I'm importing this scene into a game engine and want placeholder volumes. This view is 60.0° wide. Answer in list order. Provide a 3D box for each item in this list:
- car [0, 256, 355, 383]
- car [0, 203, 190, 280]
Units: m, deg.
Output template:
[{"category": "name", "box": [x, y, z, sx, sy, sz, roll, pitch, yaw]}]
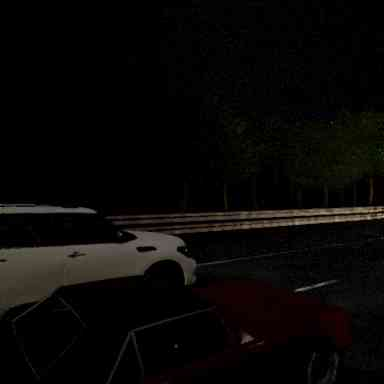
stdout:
[{"category": "car", "box": [-0.309, 1.617, 3.526, 4.718, 1.301, 1.895, 1, 0, -35]}, {"category": "car", "box": [-2.573, 1.235, 6.211, 5.566, 2.045, 2.150, 1, 0, -35]}]
